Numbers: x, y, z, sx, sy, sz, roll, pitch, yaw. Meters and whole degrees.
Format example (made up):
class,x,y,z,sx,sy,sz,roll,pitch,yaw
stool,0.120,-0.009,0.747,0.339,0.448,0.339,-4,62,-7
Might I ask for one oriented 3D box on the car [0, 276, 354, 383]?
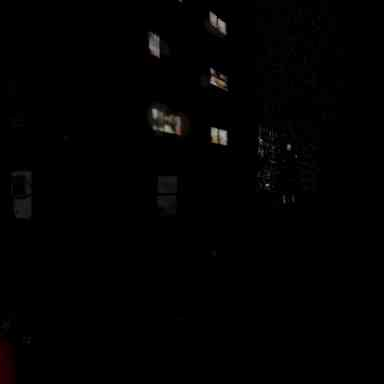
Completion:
class,x,y,z,sx,sy,sz,roll,pitch,yaw
car,-0.814,1.558,3.309,4.507,1.381,1.887,0,-1,36
